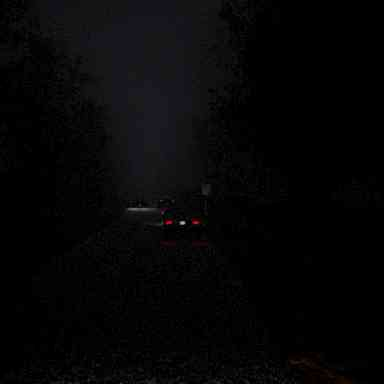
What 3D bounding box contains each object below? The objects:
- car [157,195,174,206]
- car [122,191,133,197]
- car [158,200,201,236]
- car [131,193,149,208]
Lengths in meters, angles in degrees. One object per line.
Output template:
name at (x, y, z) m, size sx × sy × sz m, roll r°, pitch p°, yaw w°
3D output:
car at (-3.075, 1.033, 38.750) m, size 1.812 × 1.442 × 4.674 m, roll 1°, pitch 1°, yaw -9°
car at (-15.069, 0.428, 77.455) m, size 1.895 × 1.301 × 4.718 m, roll 1°, pitch 0°, yaw -17°
car at (-0.619, 1.404, 17.601) m, size 2.033 × 1.411 × 5.357 m, roll 1°, pitch 1°, yaw -4°
car at (-5.910, 1.001, 38.008) m, size 2.033 × 1.411 × 5.357 m, roll 1°, pitch 1°, yaw -9°
